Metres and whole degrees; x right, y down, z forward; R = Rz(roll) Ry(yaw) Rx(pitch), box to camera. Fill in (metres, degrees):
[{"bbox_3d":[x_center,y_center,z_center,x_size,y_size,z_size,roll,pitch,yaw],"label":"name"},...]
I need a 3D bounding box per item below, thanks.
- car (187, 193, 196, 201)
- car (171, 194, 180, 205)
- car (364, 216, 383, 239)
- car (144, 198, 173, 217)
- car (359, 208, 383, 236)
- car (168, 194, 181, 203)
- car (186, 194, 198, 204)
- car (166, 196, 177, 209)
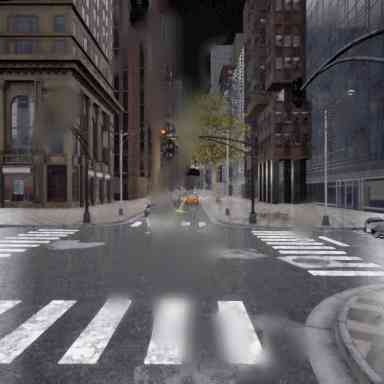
[{"bbox_3d":[-0.028,1.064,70.686,1.882,1.535,5.008,0,1,0],"label":"car"},{"bbox_3d":[-3.143,1.393,49.439,1.895,1.301,4.718,0,0,0],"label":"car"},{"bbox_3d":[10.798,1.567,15.702,4.902,1.511,2.128,1,0,0],"label":"car"},{"bbox_3d":[-3.128,1.490,30.310,1.994,1.385,4.181,0,0,0],"label":"car"},{"bbox_3d":[11.910,1.632,18.363,4.403,1.369,2.008,0,0,0],"label":"car"},{"bbox_3d":[-3.107,1.192,59.835,2.128,1.511,4.902,0,1,1],"label":"car"},{"bbox_3d":[0.036,1.073,57.819,2.097,1.767,4.553,0,1,0],"label":"car"},{"bbox_3d":[-3.136,1.470,39.103,1.895,1.301,4.718,0,0,0],"label":"car"}]
